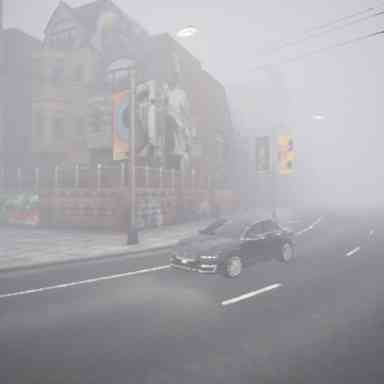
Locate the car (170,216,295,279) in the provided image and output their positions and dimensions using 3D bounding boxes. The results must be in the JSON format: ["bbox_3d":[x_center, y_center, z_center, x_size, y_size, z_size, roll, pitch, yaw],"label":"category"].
[{"bbox_3d":[1.466,1.540,10.349,1.837,1.490,4.892,0,0,43],"label":"car"}]
